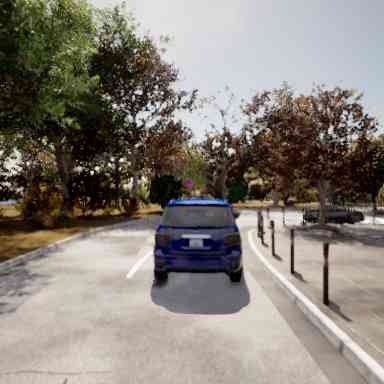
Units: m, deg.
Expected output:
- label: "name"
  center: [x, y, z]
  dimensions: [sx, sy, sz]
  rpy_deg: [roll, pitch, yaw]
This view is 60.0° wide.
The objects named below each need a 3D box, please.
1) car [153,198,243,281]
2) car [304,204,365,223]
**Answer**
- label: "car"
  center: [0.264, 1.193, 9.906]
  dimensions: [2.150, 2.045, 5.566]
  rpy_deg: [0, 0, 4]
- label: "car"
  center: [10.525, 1.589, 24.641]
  dimensions: [4.181, 1.385, 1.994]
  rpy_deg: [0, 0, -8]
